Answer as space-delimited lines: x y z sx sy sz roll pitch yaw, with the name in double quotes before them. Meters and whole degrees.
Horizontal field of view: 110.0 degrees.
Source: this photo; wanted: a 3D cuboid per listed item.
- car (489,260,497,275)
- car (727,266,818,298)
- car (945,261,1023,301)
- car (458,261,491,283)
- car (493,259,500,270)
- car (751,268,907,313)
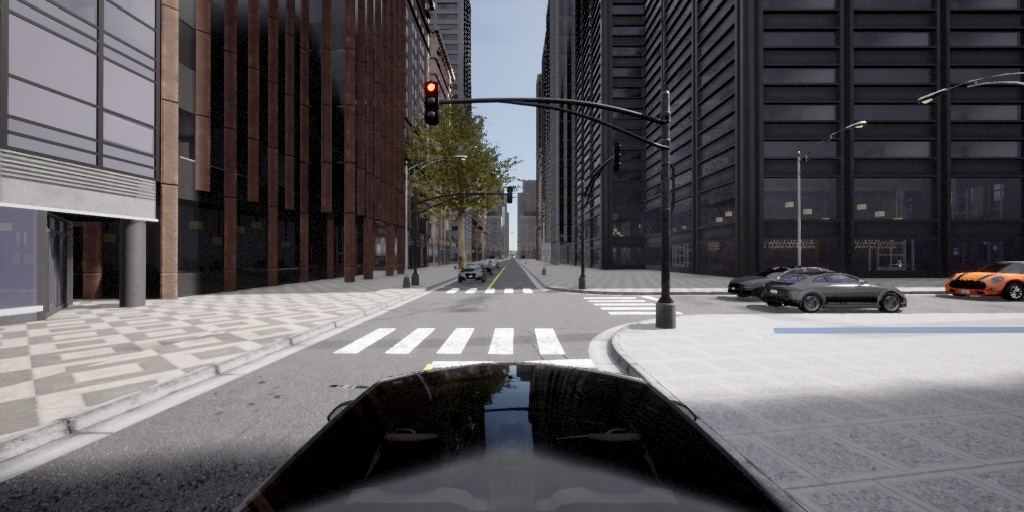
"car" -2.987 1.363 39.034 1.895 1.301 4.718 0 0 0
"car" 12.415 1.207 16.177 4.892 1.490 1.837 0 0 0
"car" 22.698 1.016 16.171 4.553 1.767 2.097 0 0 0
"car" -3.021 1.318 28.177 1.994 1.385 4.181 0 0 0
"car" -2.904 1.288 55.336 2.128 1.511 4.902 0 0 1
"car" 11.558 1.257 13.077 4.181 1.385 1.994 0 0 0
